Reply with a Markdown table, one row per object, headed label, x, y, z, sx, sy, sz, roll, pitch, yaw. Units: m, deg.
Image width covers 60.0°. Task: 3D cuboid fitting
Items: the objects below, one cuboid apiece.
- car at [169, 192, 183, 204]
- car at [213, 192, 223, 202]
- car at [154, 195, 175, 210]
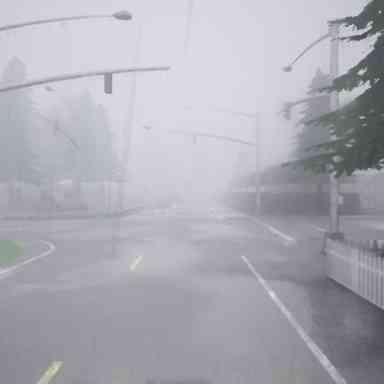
| label | x | y | z | sx | sy | sz | roll | pitch | yaw |
| --- | --- | --- | --- | --- | --- | --- | --- | --- | --- |
| car | -3.219 | 1.078 | 60.709 | 2.150 | 2.045 | 5.566 | 0 | 0 | 12 |
| car | 6.922 | 1.053 | 67.774 | 5.566 | 2.045 | 2.150 | 0 | 0 | -22 |
| car | -3.588 | 1.469 | 41.702 | 1.994 | 1.385 | 4.181 | 0 | 0 | 0 |
